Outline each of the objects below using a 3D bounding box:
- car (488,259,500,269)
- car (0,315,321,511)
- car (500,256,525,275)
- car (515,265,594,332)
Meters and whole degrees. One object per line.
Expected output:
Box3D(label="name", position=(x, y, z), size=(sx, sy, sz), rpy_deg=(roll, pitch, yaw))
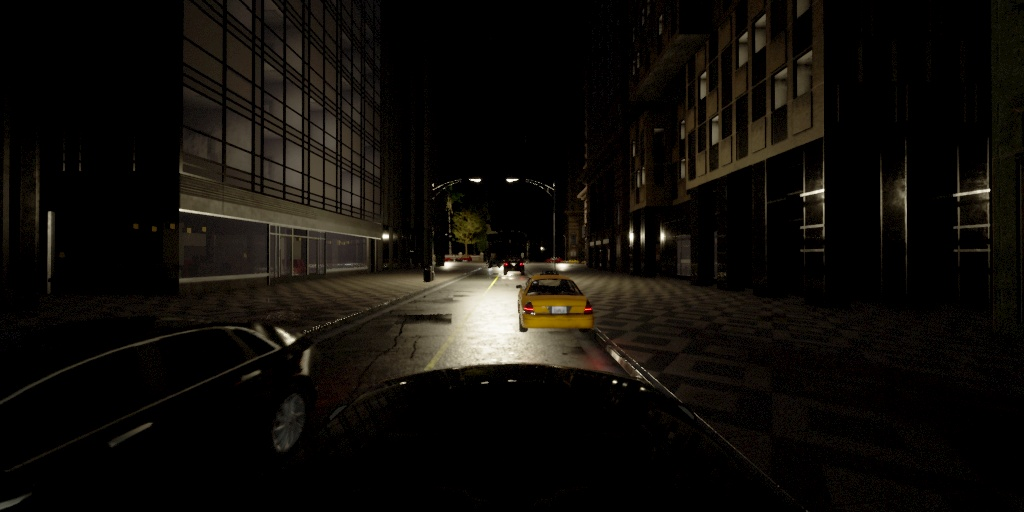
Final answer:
Box3D(label="car", position=(-2.752, 1.284, 57.614), size=(1.812, 1.442, 4.674), rpy_deg=(0, 0, 0))
Box3D(label="car", position=(-3.100, 1.255, 2.156), size=(1.837, 1.490, 4.892), rpy_deg=(0, 0, 0))
Box3D(label="car", position=(0.233, 0.976, 38.290), size=(2.150, 2.045, 5.566), rpy_deg=(0, 0, 1))
Box3D(label="car", position=(1.089, 1.206, 10.740), size=(1.801, 1.575, 5.366), rpy_deg=(0, 0, 0))
